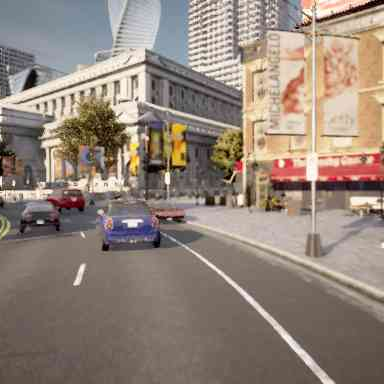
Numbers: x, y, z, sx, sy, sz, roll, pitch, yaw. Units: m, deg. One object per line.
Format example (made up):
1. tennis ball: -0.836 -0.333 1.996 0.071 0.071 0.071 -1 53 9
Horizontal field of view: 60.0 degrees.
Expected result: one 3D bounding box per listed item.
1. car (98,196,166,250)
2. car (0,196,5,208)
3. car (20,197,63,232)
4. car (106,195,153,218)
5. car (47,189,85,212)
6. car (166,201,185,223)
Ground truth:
1. car: -2.674 1.112 13.467 2.097 1.767 4.553 -1 1 -17
2. car: -21.172 0.951 34.633 4.902 1.511 2.128 1 1 41
3. car: -8.182 1.230 17.933 1.812 1.442 4.674 -1 1 -25
4. car: -4.963 1.060 25.902 2.002 1.452 4.674 -1 1 -32
5. car: -11.446 0.723 29.727 2.150 2.045 5.566 -1 1 -38
6. car: -2.107 1.213 20.935 1.895 1.301 4.718 -1 1 -22
